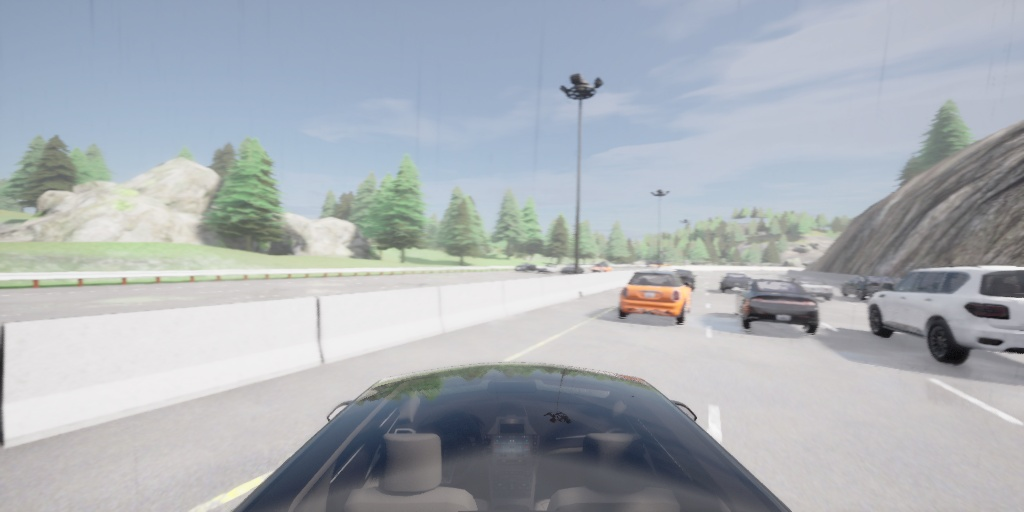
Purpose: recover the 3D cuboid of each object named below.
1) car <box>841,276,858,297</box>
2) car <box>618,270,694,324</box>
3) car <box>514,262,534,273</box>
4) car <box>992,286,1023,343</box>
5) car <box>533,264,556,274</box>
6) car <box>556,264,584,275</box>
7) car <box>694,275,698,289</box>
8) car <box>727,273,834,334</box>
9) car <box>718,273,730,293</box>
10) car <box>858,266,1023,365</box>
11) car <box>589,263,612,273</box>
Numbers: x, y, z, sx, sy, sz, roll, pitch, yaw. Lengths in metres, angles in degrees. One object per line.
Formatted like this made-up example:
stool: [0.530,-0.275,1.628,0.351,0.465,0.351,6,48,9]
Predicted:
car: [21.964,1.951,21.966,2.128,1.511,4.902,1,0,29]
car: [5.457,1.325,13.441,2.097,1.767,4.553,1,-1,29]
car: [2.011,1.646,51.665,2.128,1.511,4.902,1,0,29]
car: [14.723,1.669,8.511,2.128,1.511,4.902,1,0,29]
car: [5.144,1.826,50.114,1.895,1.301,4.718,1,0,29]
car: [8.183,1.839,48.385,2.033,1.411,5.357,1,0,28]
car: [12.749,1.764,26.993,1.837,1.490,4.892,1,0,29]
car: [8.693,1.539,12.072,2.128,1.511,4.902,1,0,29]
car: [16.030,1.897,25.703,1.994,1.385,4.181,1,0,29]
car: [10.716,1.287,8.460,2.150,2.045,5.566,1,-2,29]
car: [11.761,1.730,47.629,2.097,1.767,4.553,1,0,29]
